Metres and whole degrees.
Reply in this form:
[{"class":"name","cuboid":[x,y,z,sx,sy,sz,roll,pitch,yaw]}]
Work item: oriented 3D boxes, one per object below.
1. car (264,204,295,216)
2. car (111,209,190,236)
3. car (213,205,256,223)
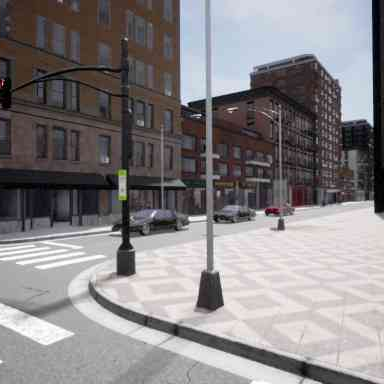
[{"class":"car","cuboid":[9.653,1.929,36.522,1.895,1.301,4.718,-1,-1,36]},{"class":"car","cuboid":[-2.260,1.708,19.981,2.033,1.411,5.357,-1,-1,36]},{"class":"car","cuboid":[3.643,1.793,28.191,2.033,1.411,5.357,-1,-1,35]}]
